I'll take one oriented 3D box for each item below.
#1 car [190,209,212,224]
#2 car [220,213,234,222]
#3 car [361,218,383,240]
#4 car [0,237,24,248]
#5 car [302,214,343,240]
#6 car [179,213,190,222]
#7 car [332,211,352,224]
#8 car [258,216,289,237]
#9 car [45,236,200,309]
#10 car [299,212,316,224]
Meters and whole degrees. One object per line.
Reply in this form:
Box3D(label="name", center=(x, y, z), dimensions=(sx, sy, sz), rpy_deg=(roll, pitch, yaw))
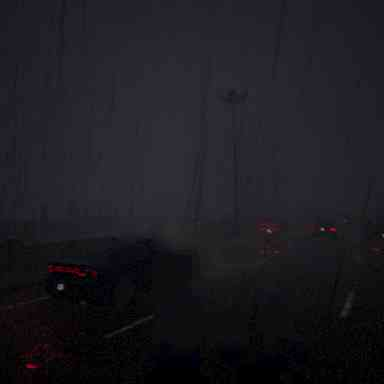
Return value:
Box3D(label="car", center=(1.651, 3.630, 49.810), dimensions=(2.150, 2.045, 5.566), rpy_deg=(-2, -3, 11))
Box3D(label="car", center=(5.238, 3.851, 49.869), dimensions=(1.812, 1.442, 4.674), rpy_deg=(-2, -3, 11))
Box3D(label="car", center=(12.314, 2.389, 21.915), dimensions=(1.895, 1.301, 4.718), rpy_deg=(-3, -3, 22))
Box3D(label="car", center=(-8.475, 2.293, 11.838), dimensions=(2.128, 1.511, 4.902), rpy_deg=(-3, -3, 31))
Box3D(label="car", center=(9.055, 2.471, 23.068), dimensions=(2.033, 1.411, 5.357), rpy_deg=(-2, -3, 22))
Box3D(label="car", center=(-0.780, 4.300, 55.631), dimensions=(2.033, 1.411, 5.357), rpy_deg=(-2, -3, 11))
Box3D(label="car", center=(17.522, 3.025, 39.491), dimensions=(1.837, 1.490, 4.892), rpy_deg=(-2, -3, 12))
Box3D(label="car", center=(6.356, 2.633, 25.911), dimensions=(1.837, 1.490, 4.892), rpy_deg=(-2, -3, 21))
Box3D(label="car", center=(-1.580, 1.992, 9.389), dimensions=(1.882, 1.535, 5.008), rpy_deg=(-3, -3, 31))
Box3D(label="car", center=(14.071, 3.123, 40.077), dimensions=(2.128, 1.511, 4.902), rpy_deg=(-2, -3, 13))
